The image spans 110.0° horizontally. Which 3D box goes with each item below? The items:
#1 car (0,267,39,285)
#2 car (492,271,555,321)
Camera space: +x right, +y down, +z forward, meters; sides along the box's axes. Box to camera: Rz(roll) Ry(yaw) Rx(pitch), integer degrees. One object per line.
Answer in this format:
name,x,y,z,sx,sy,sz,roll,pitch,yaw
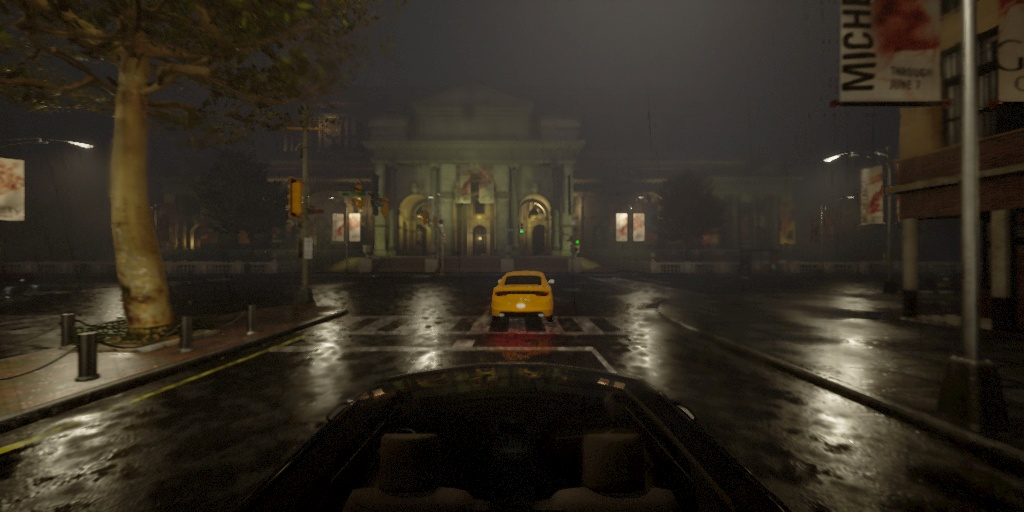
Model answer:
car,-37.671,1.453,25.983,4.718,1.301,1.895,0,0,0
car,0.486,1.274,12.796,1.882,1.535,5.008,0,0,5
